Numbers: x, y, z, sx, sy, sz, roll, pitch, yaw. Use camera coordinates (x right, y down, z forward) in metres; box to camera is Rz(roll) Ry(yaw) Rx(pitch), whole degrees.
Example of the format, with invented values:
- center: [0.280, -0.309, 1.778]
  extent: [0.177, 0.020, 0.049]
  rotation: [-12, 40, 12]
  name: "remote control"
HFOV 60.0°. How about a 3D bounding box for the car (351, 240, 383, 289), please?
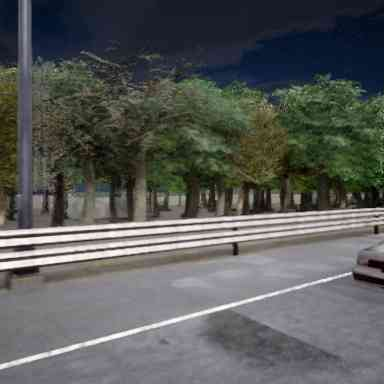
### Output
- center: [6.011, 1.530, 8.032]
  extent: [5.357, 1.411, 2.033]
  rotation: [0, 0, -35]
  name: "car"
